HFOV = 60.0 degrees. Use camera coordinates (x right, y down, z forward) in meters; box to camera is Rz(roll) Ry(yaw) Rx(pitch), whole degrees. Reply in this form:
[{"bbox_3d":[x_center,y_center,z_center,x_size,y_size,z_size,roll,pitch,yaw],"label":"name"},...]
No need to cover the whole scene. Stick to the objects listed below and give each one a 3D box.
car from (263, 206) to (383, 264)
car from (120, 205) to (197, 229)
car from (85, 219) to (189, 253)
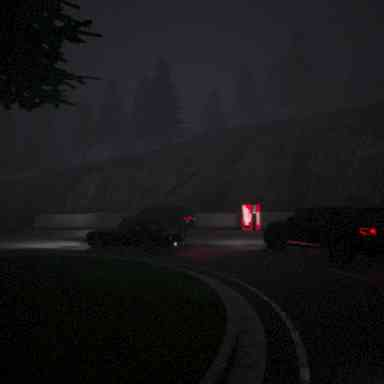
[{"bbox_3d":[5.345,1.567,13.525,2.150,2.045,5.566,1,-2,-29],"label":"car"},{"bbox_3d":[-2.420,1.967,23.138,5.566,2.045,2.150,-1,-2,15],"label":"car"},{"bbox_3d":[-2.807,2.139,16.118,4.718,1.301,1.895,-2,-2,23],"label":"car"}]
